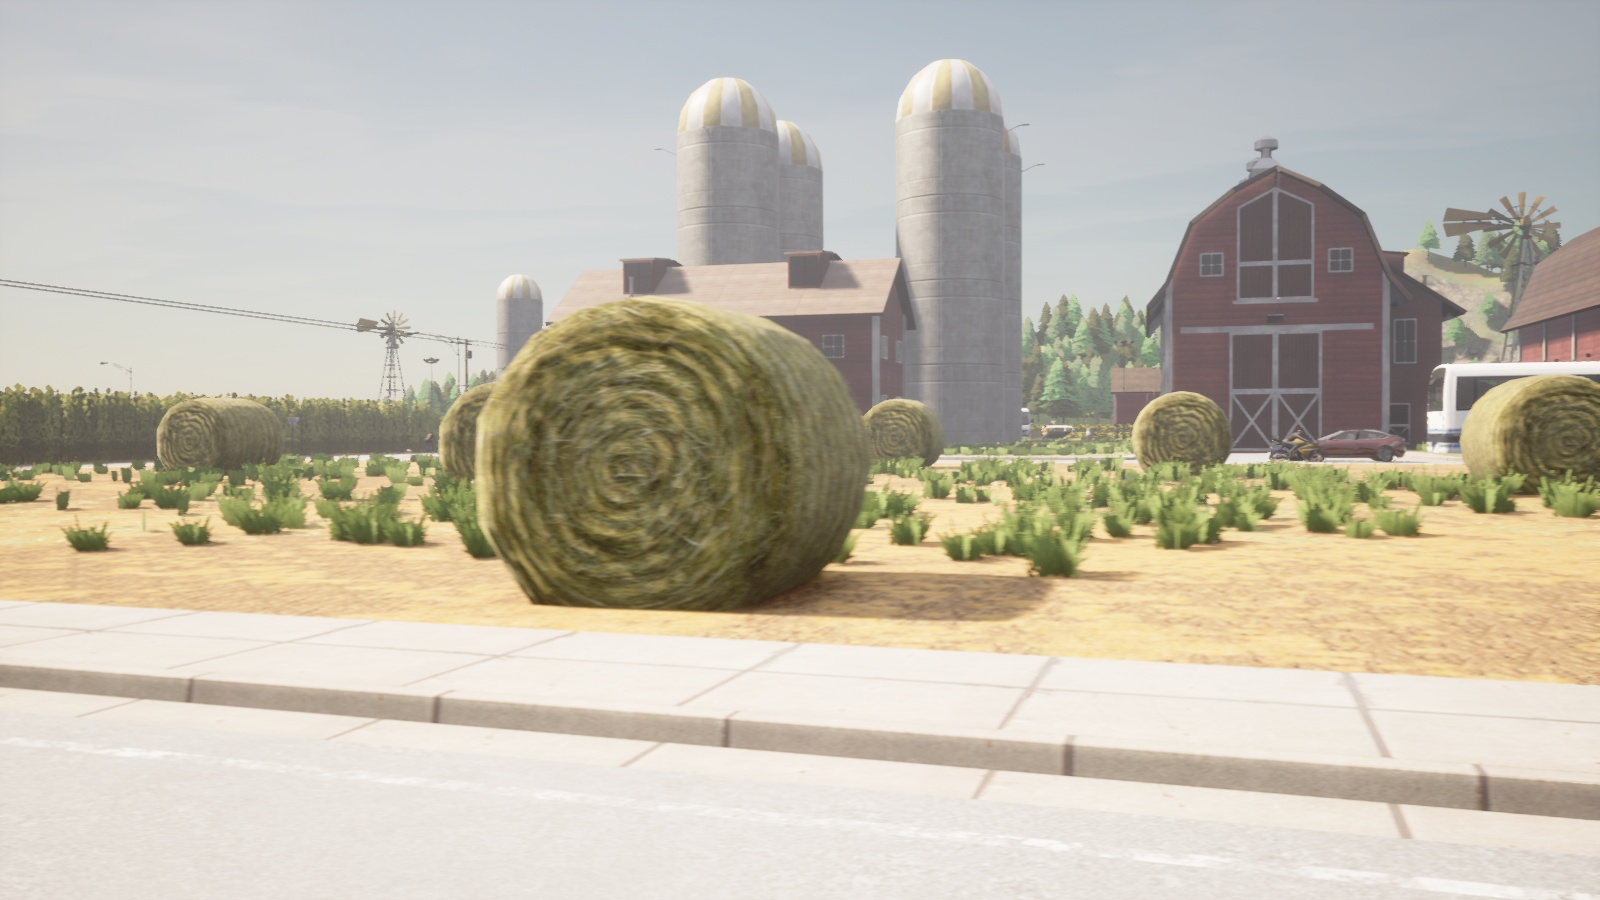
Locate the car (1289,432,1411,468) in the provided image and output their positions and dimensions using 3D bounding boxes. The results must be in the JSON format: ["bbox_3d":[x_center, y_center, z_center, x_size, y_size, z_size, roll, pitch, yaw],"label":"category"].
[{"bbox_3d":[24.909,-0.026,57.086,4.792,1.488,2.163,1,2,15],"label":"car"}]

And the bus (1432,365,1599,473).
[{"bbox_3d":[32.062,-1.247,51.557,10.273,4.253,3.944,0,1,15],"label":"bus"}]

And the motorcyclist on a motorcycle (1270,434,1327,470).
[{"bbox_3d":[21.560,0.062,54.353,2.191,1.530,0.866,0,1,15],"label":"motorcyclist on a motorcycle"}]
